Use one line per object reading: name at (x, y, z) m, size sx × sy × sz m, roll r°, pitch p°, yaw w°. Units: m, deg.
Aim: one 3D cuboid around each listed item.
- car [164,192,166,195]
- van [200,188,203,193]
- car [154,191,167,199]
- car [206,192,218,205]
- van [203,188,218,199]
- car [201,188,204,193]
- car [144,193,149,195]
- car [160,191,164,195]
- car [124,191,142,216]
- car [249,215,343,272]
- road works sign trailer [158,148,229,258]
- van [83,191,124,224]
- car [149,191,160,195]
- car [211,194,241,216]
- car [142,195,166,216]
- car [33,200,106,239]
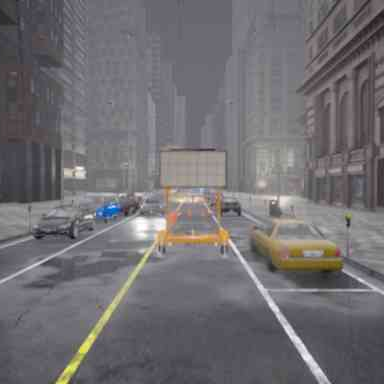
car at (-5.576, 0.611, 54.060) m, size 1.887 × 1.381 × 4.507 m, roll 0°, pitch 1°, yaw 0°
van at (3.020, 0.219, 65.056) m, size 1.690 × 1.788 × 3.998 m, roll 0°, pitch 1°, yaw 0°
car at (-5.557, 0.516, 59.585) m, size 1.887 × 1.381 × 4.507 m, roll 0°, pitch 1°, yaw 0°
car at (2.912, 0.933, 37.439) m, size 1.802 × 1.307 × 4.206 m, roll 0°, pitch 1°, yaw 0°
van at (2.956, 0.502, 48.484) m, size 1.690 × 1.788 × 3.998 m, roll 0°, pitch 1°, yaw 0°
car at (2.998, 0.517, 59.535) m, size 1.887 × 1.381 × 4.507 m, roll 0°, pitch 1°, yaw 0°
car at (-5.653, 0.991, 31.962) m, size 1.887 × 1.381 × 4.507 m, roll 0°, pitch 1°, yaw 0°
car at (-5.595, 0.706, 48.536) m, size 1.887 × 1.381 × 4.507 m, roll 0°, pitch 1°, yaw 0°
car at (-5.672, 0.856, 26.434) m, size 2.192 × 1.841 × 5.009 m, roll 0°, pitch 1°, yaw 0°
car at (2.806, 1.350, 9.988) m, size 1.752 × 1.417 × 4.829 m, roll 0°, pitch 1°, yaw 0°
road works sign trailer at (0.042, 0.257, 11.847) m, size 2.380 × 3.560 × 2.880 m, roll 0°, pitch 1°, yaw 0°
van at (-5.691, 0.978, 20.910) m, size 1.690 × 1.788 × 3.998 m, roll 0°, pitch 1°, yaw 0°
car at (-5.615, 0.784, 42.841) m, size 1.752 × 1.417 × 4.829 m, roll 0°, pitch 1°, yaw 0°
car at (2.870, 1.093, 26.390) m, size 2.008 × 1.369 × 4.403 m, roll 0°, pitch 1°, yaw 0°
car at (-3.001, 1.135, 26.866) m, size 1.895 × 1.301 × 4.718 m, roll 0°, pitch 1°, yaw 0°
car at (-5.711, 1.283, 15.388) m, size 2.008 × 1.369 × 4.403 m, roll 0°, pitch 1°, yaw 0°
